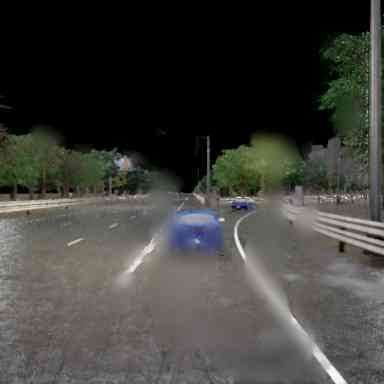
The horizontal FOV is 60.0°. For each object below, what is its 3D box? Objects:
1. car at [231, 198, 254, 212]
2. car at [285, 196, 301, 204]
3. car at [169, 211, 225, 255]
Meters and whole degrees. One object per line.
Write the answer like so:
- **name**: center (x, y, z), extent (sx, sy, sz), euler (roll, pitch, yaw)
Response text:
- **car**: center (6.038, 1.479, 39.238), extent (1.882, 1.535, 5.008), euler (0, 0, 21)
- **car**: center (18.305, 1.473, 60.598), extent (1.812, 1.442, 4.674), euler (0, 0, 38)
- **car**: center (0.278, 1.490, 13.320), extent (1.882, 1.535, 5.008), euler (0, 0, 4)
